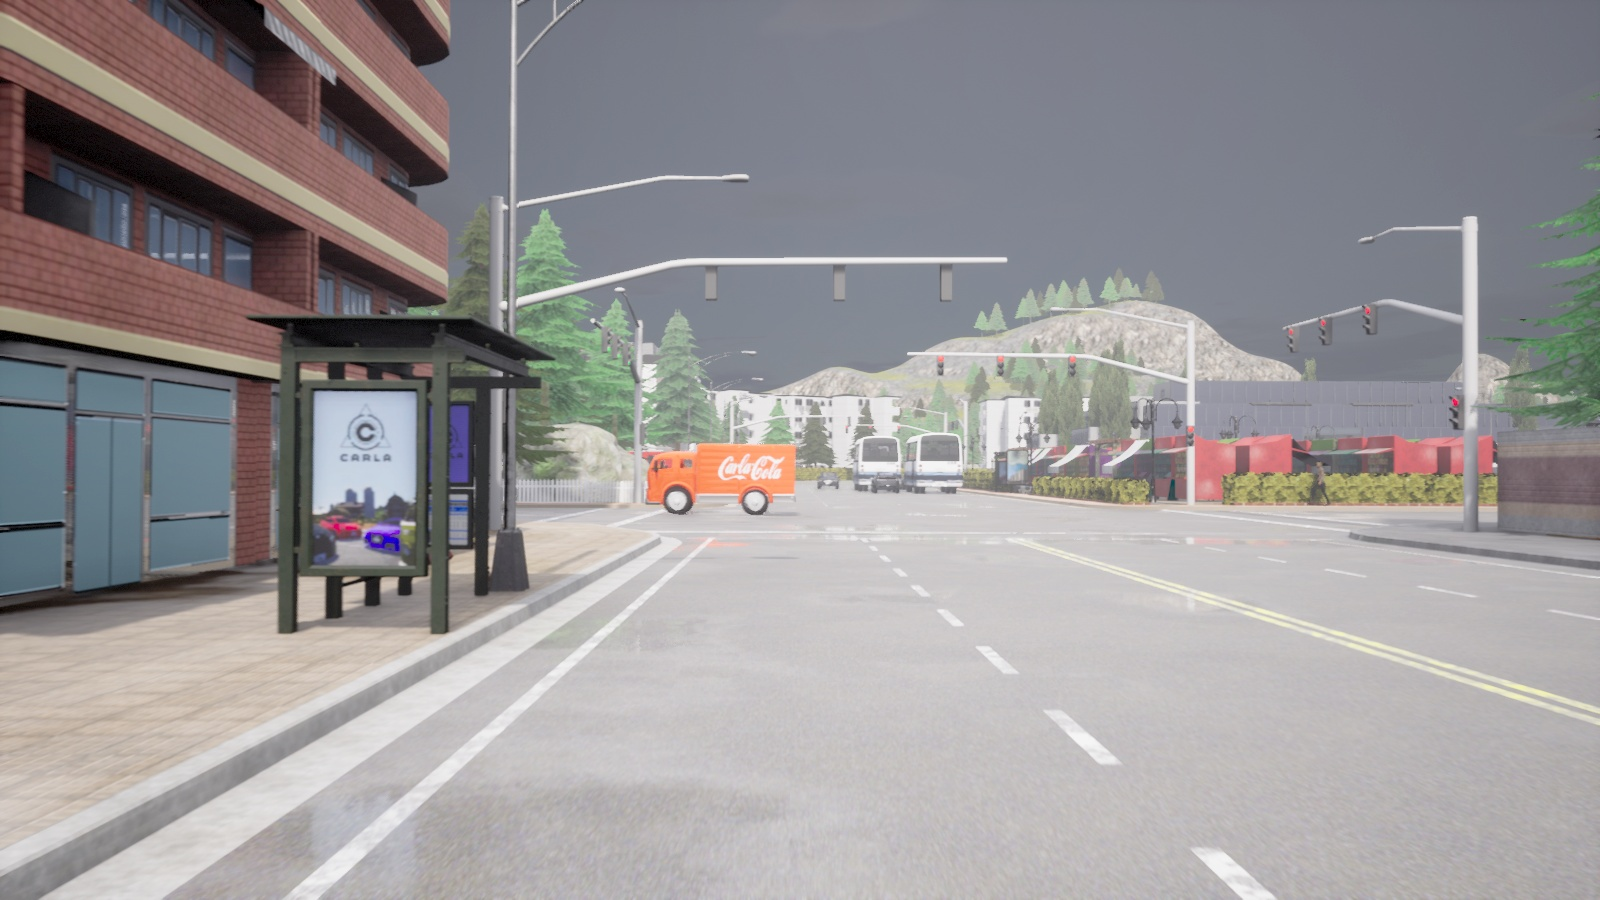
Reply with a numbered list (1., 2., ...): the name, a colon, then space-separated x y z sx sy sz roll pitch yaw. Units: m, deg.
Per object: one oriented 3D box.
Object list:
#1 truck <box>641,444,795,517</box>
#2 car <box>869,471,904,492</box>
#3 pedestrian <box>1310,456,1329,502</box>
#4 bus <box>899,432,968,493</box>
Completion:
1. truck: -2.812 1.048 44.020 5.204 2.467 2.627 0 -1 -1
2. car: 6.191 2.263 90.597 2.128 1.511 4.902 0 -1 -1
3. pedestrian: 21.297 1.190 51.454 0.634 1.846 0.331 0 -1 2
4. bus: 9.674 0.946 92.339 3.944 4.253 10.273 0 -1 0
